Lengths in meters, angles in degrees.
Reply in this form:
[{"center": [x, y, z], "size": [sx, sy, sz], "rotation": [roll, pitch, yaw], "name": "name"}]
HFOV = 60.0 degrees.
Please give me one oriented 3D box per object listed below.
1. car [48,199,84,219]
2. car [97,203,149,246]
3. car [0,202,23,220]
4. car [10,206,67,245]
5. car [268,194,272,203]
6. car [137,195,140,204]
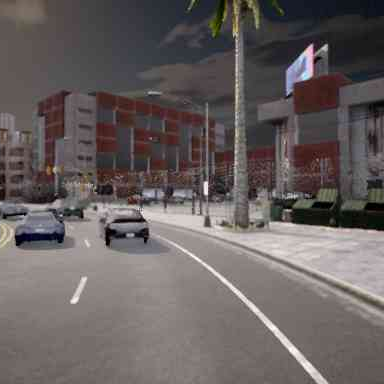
[{"center": [-11.089, 1.382, 28.711], "size": [2.097, 1.767, 4.553], "rotation": [0, 0, -39], "name": "car"}, {"center": [-3.299, 1.504, 15.530], "size": [2.128, 1.511, 4.902], "rotation": [0, 0, -20], "name": "car"}, {"center": [-15.930, 1.582, 29.140], "size": [2.033, 1.411, 5.357], "rotation": [0, 0, -42], "name": "car"}, {"center": [-7.177, 1.581, 15.867], "size": [1.994, 1.385, 4.181], "rotation": [0, 0, -22], "name": "car"}, {"center": [11.264, 1.446, 49.393], "size": [4.674, 1.452, 2.002], "rotation": [0, 0, 45], "name": "car"}, {"center": [-8.657, 1.300, 53.168], "size": [4.553, 1.767, 2.185], "rotation": [0, 0, 45], "name": "car"}]
